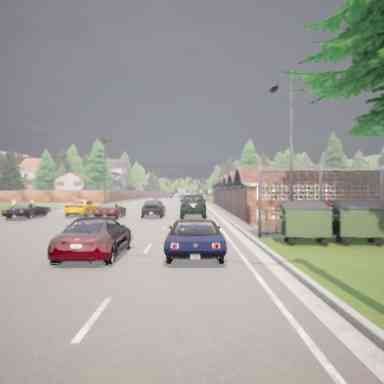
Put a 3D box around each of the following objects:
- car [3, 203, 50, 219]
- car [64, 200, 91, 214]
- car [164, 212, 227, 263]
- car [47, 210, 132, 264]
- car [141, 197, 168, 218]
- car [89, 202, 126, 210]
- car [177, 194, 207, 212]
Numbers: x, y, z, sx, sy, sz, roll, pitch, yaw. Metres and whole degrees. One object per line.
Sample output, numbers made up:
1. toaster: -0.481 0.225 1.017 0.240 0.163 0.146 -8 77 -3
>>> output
1. car: -13.976 1.595 28.436 1.895 1.301 4.718 0 0 0
2. car: -10.395 1.471 31.516 1.882 1.535 5.008 0 0 0
3. car: 0.101 1.598 11.915 1.895 1.301 4.718 0 0 0
4. car: -3.398 1.561 11.772 1.994 1.385 4.181 0 0 0
5. car: -3.396 1.498 29.998 1.837 1.490 4.892 0 0 0
6. car: -6.896 1.594 28.424 1.895 1.301 4.718 0 0 0
7. car: 0.104 1.215 29.063 2.150 2.045 5.566 0 0 0
